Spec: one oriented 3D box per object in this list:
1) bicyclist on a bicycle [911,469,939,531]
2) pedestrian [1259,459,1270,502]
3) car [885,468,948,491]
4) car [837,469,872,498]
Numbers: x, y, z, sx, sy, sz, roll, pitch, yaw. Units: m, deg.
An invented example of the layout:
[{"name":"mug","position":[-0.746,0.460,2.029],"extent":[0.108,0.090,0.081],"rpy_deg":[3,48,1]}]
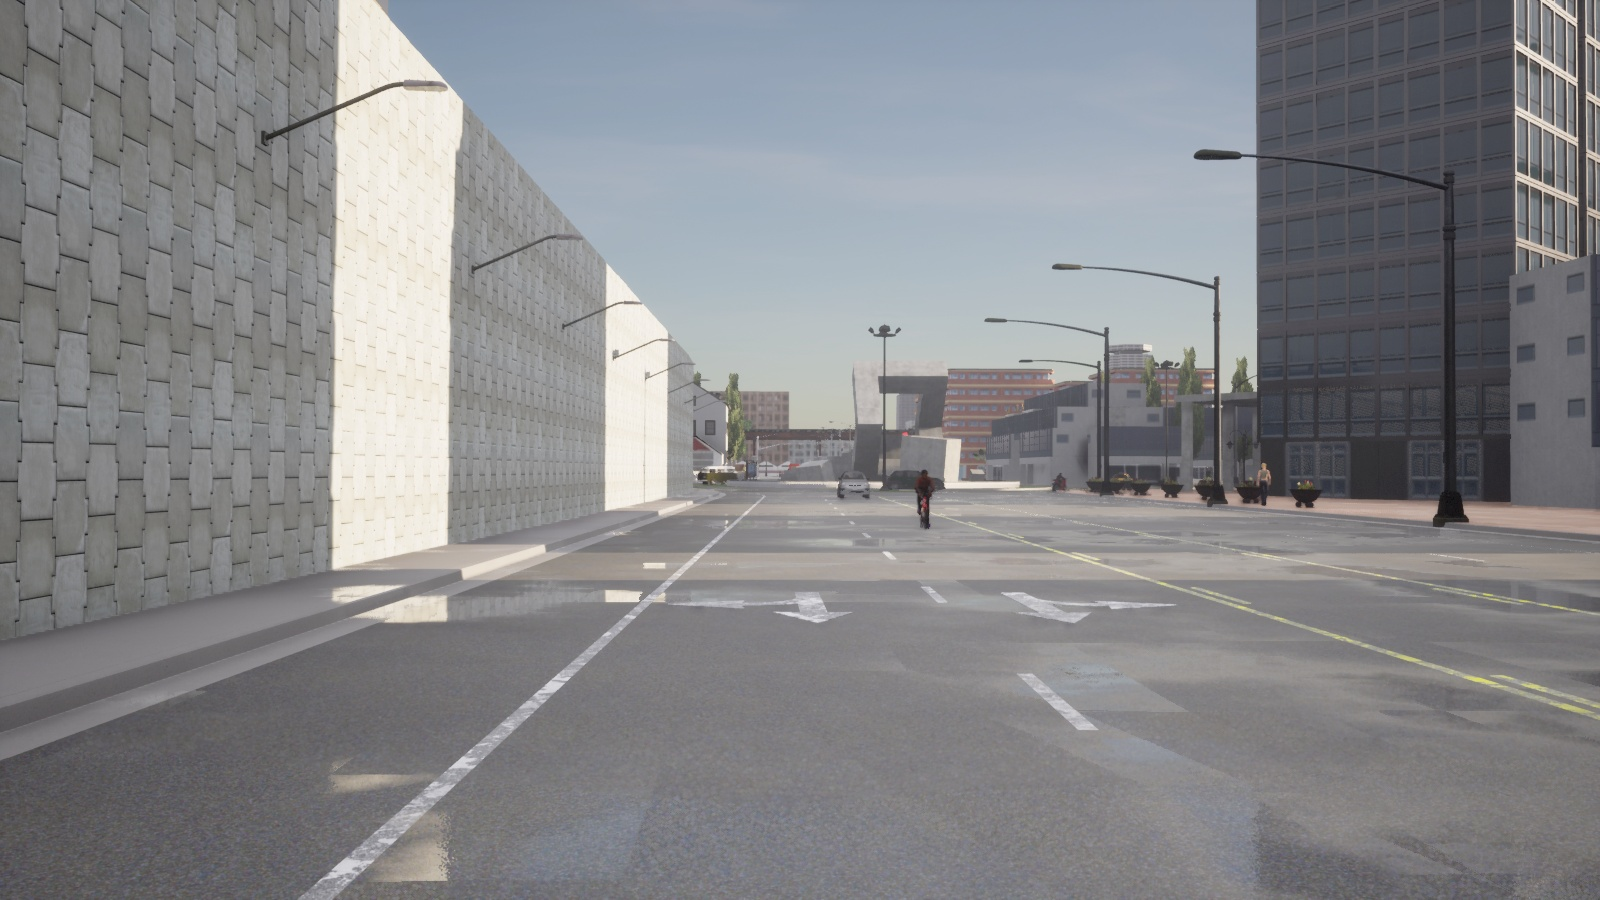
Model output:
[{"name":"bicyclist on a bicycle","position":[3.353,1.320,33.767],"extent":[0.582,1.620,1.656],"rpy_deg":[0,-1,0]},{"name":"pedestrian","position":[19.804,1.287,53.544],"extent":[0.345,1.836,0.594],"rpy_deg":[-1,-1,31]},{"name":"car","position":[8.867,2.239,95.591],"extent":[4.553,1.767,2.097],"rpy_deg":[0,-1,-2]},{"name":"car","position":[3.125,1.919,72.784],"extent":[1.851,1.617,3.988],"rpy_deg":[0,-1,1]}]
